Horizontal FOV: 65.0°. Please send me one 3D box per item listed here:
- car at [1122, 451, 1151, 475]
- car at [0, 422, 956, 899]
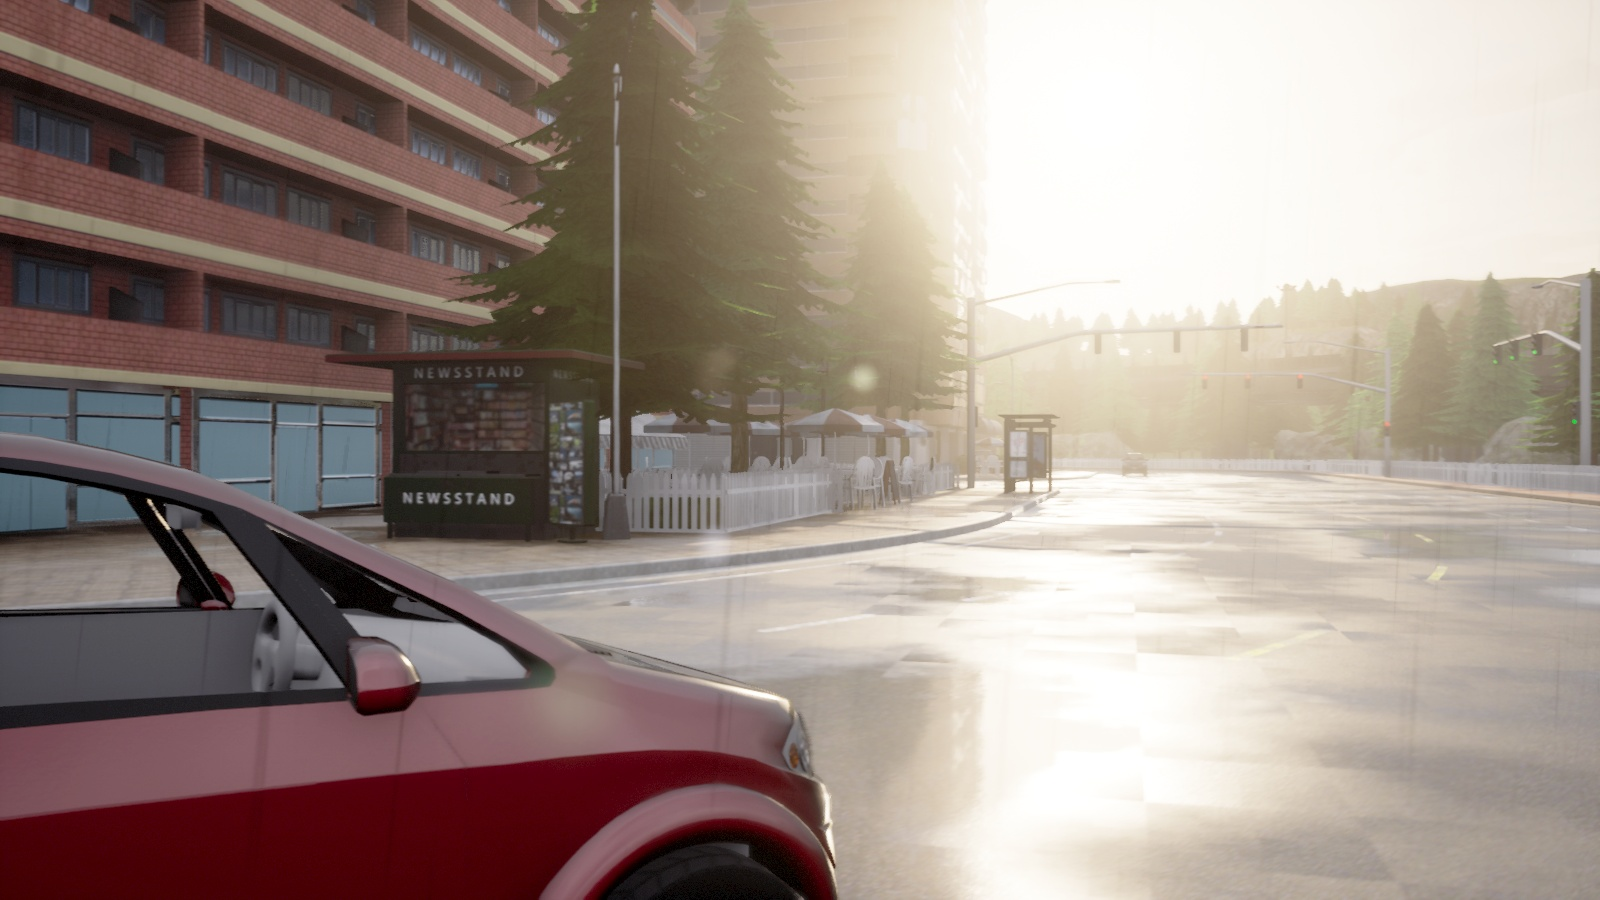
[{"bbox_3d":[23.516,0.870,87.782,1.851,1.617,3.988,0,0,15],"label":"car"},{"bbox_3d":[-1.676,0.737,2.509,3.705,1.549,1.789,0,0,-35],"label":"car"}]
